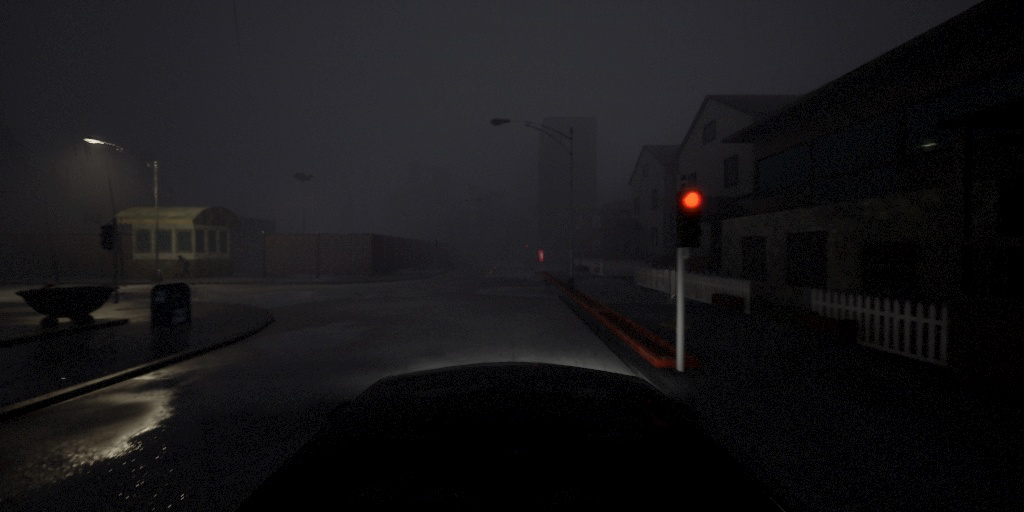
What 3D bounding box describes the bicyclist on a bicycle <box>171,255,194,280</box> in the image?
[{"bbox_3d":[-21.746,0.763,23.671,0.582,1.620,1.656,0,1,0],"label":"bicyclist on a bicycle"}]
